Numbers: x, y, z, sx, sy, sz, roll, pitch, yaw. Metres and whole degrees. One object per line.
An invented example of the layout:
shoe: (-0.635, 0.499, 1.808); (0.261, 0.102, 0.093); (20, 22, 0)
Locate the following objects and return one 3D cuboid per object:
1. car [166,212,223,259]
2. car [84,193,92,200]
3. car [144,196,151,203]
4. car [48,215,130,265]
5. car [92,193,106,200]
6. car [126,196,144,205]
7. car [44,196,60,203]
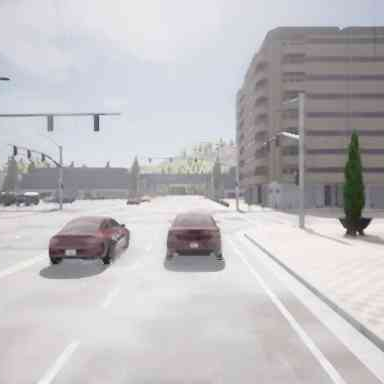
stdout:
car: (0.082, 1.501, 12.715); (1.882, 1.535, 5.008); (0, 0, 0)
car: (-27.417, 1.315, 88.886); (1.905, 1.878, 3.866); (0, 0, 0)
car: (-10.478, 1.611, 75.486); (1.882, 1.535, 5.008); (0, 0, 0)
car: (-3.424, 1.547, 11.702); (1.812, 1.442, 4.674); (0, 0, 0)
car: (-24.523, 1.312, 88.821); (1.932, 1.855, 4.605); (0, 0, 0)
car: (-10.521, 1.671, 59.937); (1.994, 1.385, 4.181); (0, 0, 1)
car: (-30.189, 1.523, 71.429); (1.970, 1.475, 3.806); (0, 0, 0)
